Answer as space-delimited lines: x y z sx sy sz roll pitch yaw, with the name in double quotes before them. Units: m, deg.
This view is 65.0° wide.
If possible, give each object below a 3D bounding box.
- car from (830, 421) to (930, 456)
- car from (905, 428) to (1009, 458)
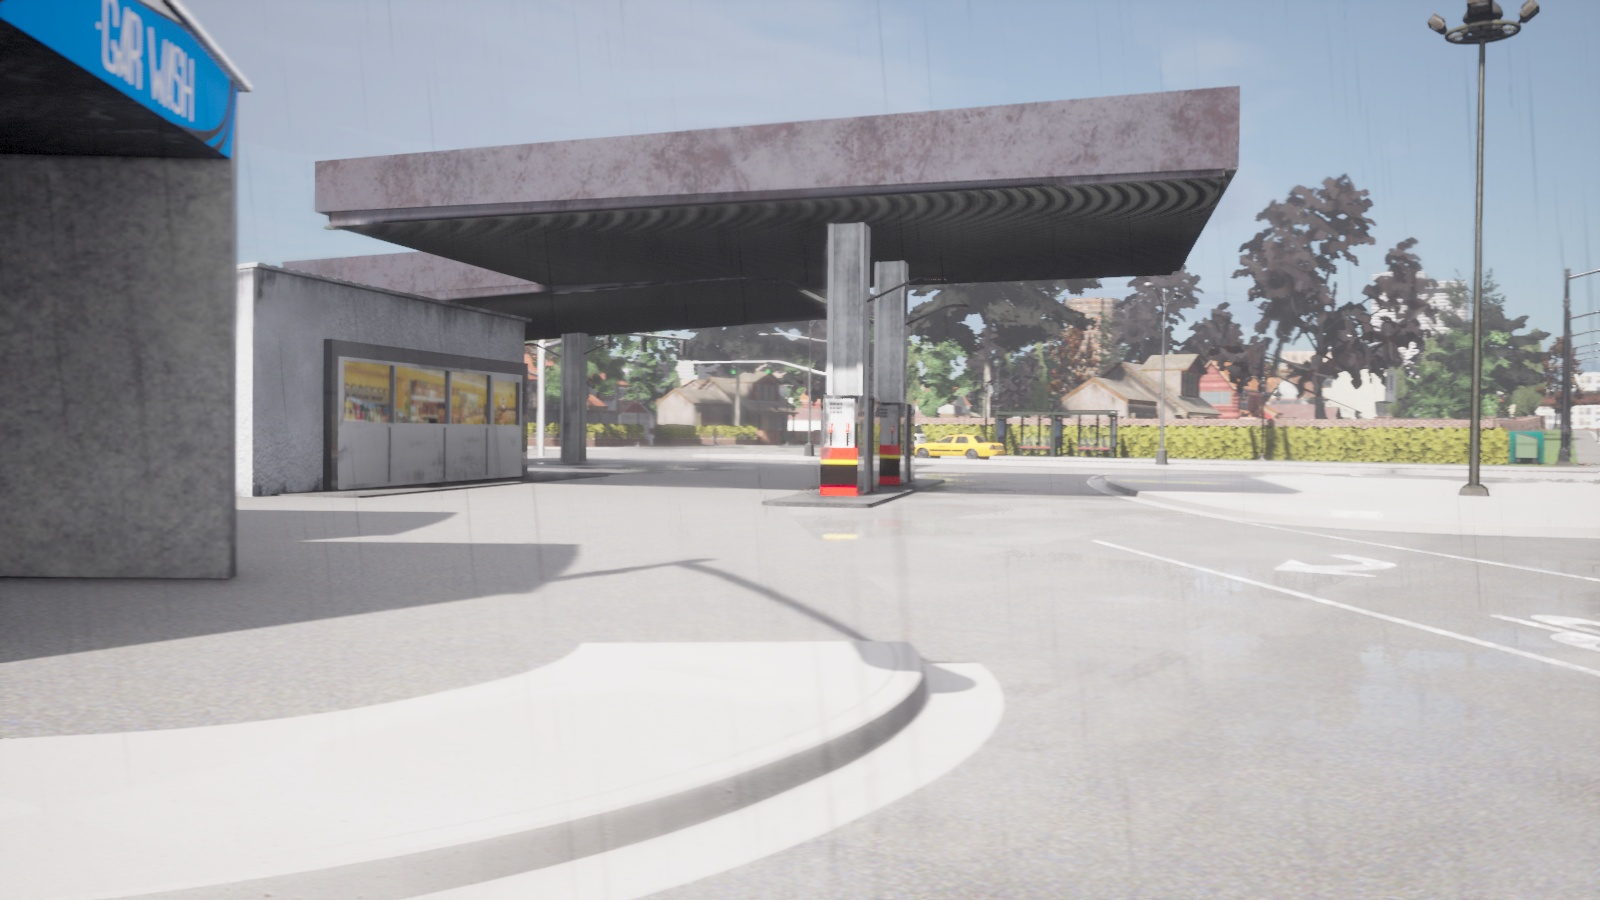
"car" 4.756 -0.665 74.970 5.566 2.045 2.150 0 1 31
"car" 8.555 -0.391 68.595 5.366 1.575 1.801 0 1 31
